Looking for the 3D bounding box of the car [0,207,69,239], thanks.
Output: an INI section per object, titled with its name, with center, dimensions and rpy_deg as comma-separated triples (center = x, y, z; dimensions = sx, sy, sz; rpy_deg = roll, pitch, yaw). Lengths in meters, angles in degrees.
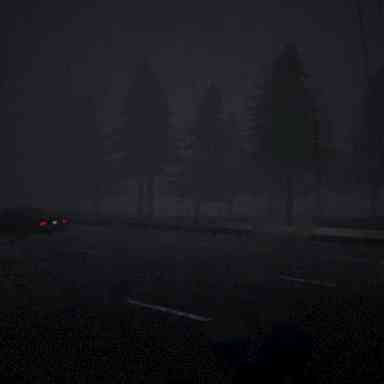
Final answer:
[car]
center = -8.693, 1.465, 16.537
dimensions = 5.357, 1.411, 2.033
rpy_deg = 0, 0, 24
